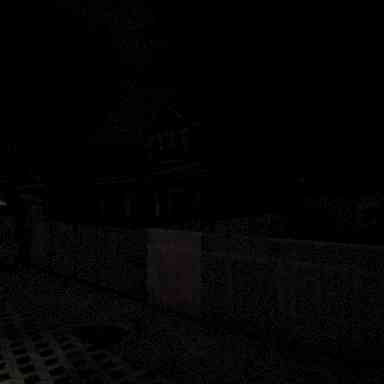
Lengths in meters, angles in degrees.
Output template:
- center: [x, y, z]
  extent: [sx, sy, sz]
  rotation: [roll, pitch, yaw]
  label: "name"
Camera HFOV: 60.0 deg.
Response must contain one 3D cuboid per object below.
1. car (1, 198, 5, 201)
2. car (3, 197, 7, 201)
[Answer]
- center: [-37.790, 2.336, 63.582]
  extent: [1.895, 1.301, 4.718]
  rotation: [-1, 0, -14]
  label: "car"
- center: [-40.178, 2.017, 73.293]
  extent: [2.150, 2.045, 5.566]
  rotation: [-1, 0, -14]
  label: "car"
